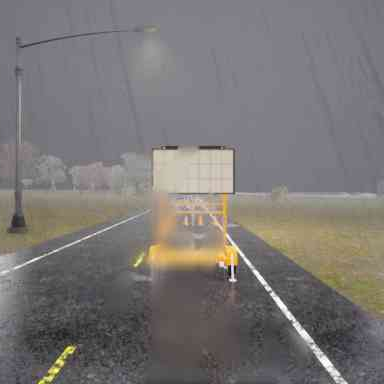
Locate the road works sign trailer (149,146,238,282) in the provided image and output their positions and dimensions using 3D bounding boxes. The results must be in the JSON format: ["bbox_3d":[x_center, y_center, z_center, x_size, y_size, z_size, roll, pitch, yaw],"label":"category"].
[{"bbox_3d":[0.034,0.465,9.769,2.380,3.560,2.880,0,0,0],"label":"road works sign trailer"}]

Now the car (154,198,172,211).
[{"bbox_3d":[-3.453,1.506,40.278,1.837,1.490,4.892,0,0,0],"label":"car"}]

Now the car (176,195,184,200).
[{"bbox_3d":[-3.173,1.576,89.783,1.994,1.385,4.181,0,0,0],"label":"car"}]
